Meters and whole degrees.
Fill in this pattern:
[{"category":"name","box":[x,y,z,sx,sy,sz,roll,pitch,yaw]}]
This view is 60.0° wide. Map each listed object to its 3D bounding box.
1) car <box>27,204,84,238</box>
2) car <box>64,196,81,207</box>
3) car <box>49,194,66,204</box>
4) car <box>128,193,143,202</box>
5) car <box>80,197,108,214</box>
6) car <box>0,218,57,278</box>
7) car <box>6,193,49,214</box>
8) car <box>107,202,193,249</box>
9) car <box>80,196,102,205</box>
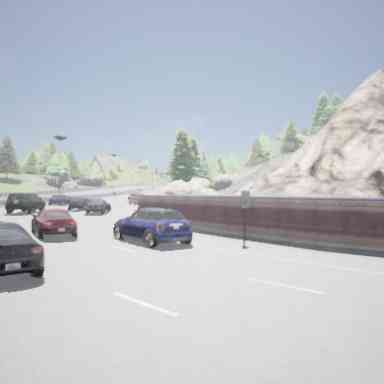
[{"category":"car","box":[-7.415,1.617,17.798,1.812,1.442,4.674,1,0,-32]},{"category":"car","box":[-13.357,1.456,40.256,1.837,1.490,4.892,-1,-1,1]},{"category":"car","box":[-20.031,1.114,50.848,2.097,1.767,4.553,1,0,3]},{"category":"car","box":[-9.249,1.116,56.594,2.150,2.045,5.566,1,1,3]},{"category":"car","box":[-9.957,1.561,35.674,2.033,1.411,5.357,1,0,-2]},{"category":"car","box":[-5.648,1.560,9.424,1.812,1.442,4.674,1,-1,-41]},{"category":"car","box":[-16.623,1.104,33.473,2.150,2.045,5.566,1,0,-7]},{"category":"car","box":[-1.999,1.551,16.027,2.097,1.767,4.553,2,-1,-39]},{"category":"car","box":[-16.373,1.396,54.111,1.895,1.301,4.718,1,1,3]}]
